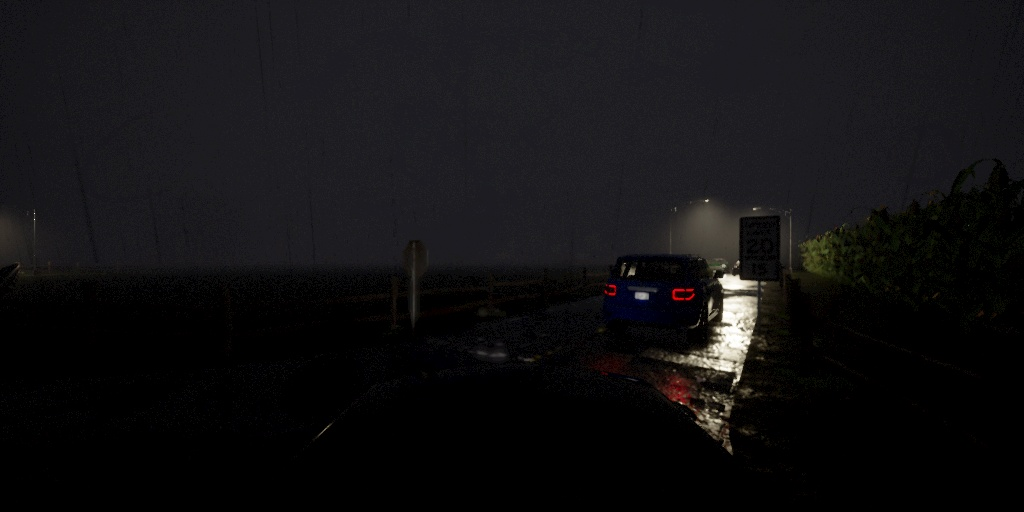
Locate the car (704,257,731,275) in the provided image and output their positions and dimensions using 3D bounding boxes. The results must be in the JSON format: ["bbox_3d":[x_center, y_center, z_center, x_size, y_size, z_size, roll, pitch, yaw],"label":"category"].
[{"bbox_3d":[22.949,1.062,40.030,2.097,1.767,4.553,0,0,36],"label":"car"}]

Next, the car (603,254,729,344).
[{"bbox_3d":[4.413,0.962,9.980,2.150,2.045,5.566,0,0,36],"label":"car"}]

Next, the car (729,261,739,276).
[{"bbox_3d":[22.844,1.219,35.135,2.128,1.511,4.902,0,0,37],"label":"car"}]

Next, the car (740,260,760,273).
[{"bbox_3d":[28.964,1.250,43.603,1.812,1.442,4.674,0,0,36],"label":"car"}]
